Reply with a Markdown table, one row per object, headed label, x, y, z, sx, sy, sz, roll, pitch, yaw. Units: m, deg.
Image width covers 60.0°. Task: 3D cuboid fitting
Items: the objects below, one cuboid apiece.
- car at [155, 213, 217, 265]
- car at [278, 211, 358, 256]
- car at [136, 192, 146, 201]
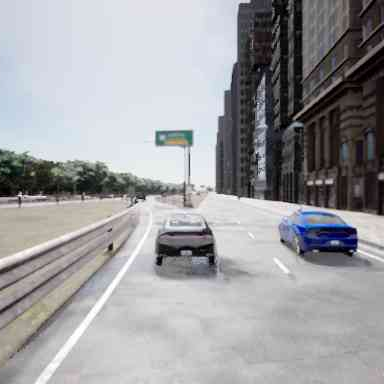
| label | x | y | z | sx | sy | sz | roll | pitch | yaw |
| --- | --- | --- | --- | --- | --- | --- | --- | --- | --- |
| car | -0.263 | 1.499 | 11.710 | 2.128 | 1.511 | 4.902 | 0 | 0 | -3 |
| car | 4.750 | 1.489 | 13.219 | 1.882 | 1.535 | 5.008 | 0 | 0 | 3 |
| car | -11.695 | 1.059 | 76.336 | 2.150 | 2.045 | 5.566 | 0 | 0 | -13 |
